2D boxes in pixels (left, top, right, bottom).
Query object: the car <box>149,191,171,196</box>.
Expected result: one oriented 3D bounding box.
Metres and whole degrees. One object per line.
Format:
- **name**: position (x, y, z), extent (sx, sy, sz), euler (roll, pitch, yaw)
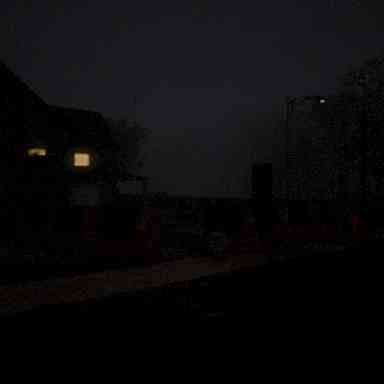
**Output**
- **car**: position (-4.481, 0.911, 48.266), extent (2.150, 2.045, 5.566), euler (0, 0, -35)
